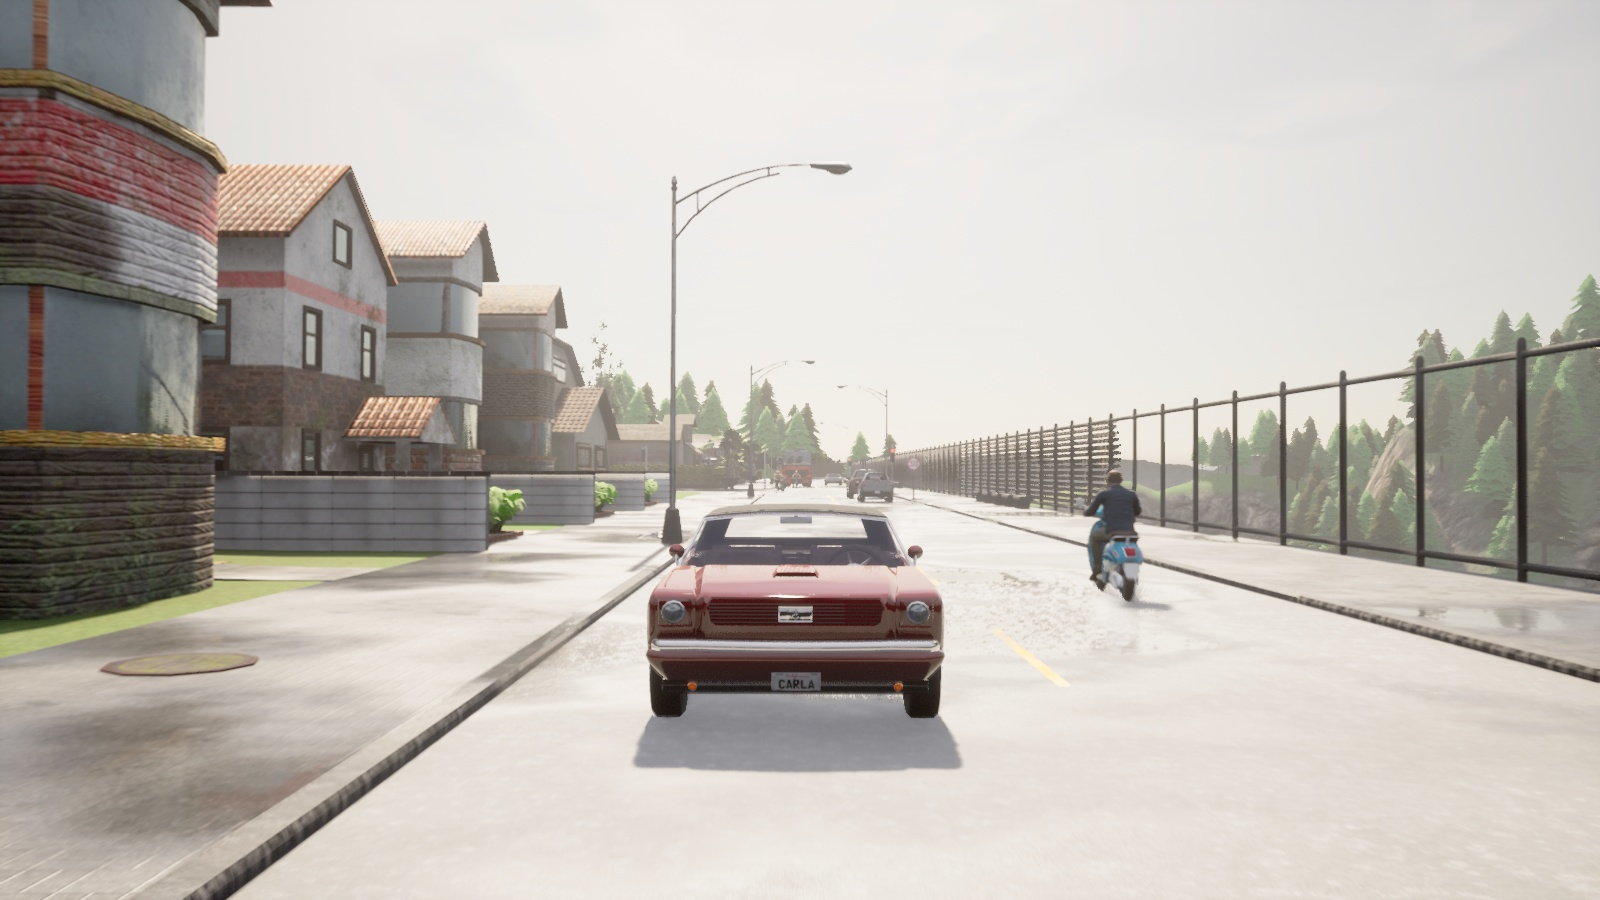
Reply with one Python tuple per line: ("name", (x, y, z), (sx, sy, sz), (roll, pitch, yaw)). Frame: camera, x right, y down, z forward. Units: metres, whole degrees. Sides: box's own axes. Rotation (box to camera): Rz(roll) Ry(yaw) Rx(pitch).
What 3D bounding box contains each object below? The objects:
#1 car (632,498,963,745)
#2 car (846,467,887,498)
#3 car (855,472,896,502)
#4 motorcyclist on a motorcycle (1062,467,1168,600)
("car", (-0.023, 1.075, 9.566), (1.895, 1.301, 4.718), (0, -1, 0))
("car", (3.823, 1.880, 73.029), (2.097, 1.767, 4.553), (0, -1, 0))
("car", (3.844, 1.892, 64.452), (1.845, 1.501, 3.633), (0, -1, 0))
("motorcyclist on a motorcycle", (3.961, 1.019, 15.952), (0.866, 1.590, 1.817), (0, -1, 0))
